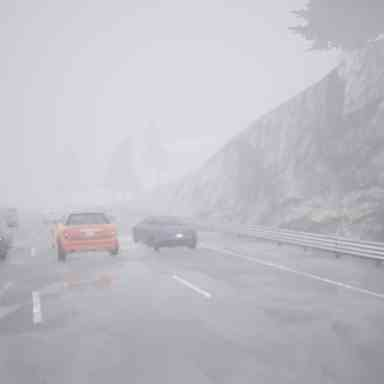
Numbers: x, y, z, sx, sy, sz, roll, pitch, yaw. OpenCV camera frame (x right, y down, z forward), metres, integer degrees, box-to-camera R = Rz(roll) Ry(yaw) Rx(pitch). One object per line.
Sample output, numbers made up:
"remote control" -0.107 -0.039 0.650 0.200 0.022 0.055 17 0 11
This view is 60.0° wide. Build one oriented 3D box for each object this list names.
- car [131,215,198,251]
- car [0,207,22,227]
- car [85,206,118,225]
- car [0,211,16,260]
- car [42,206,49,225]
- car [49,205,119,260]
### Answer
"car" -1.369 1.742 15.172 1.994 1.385 4.181 0 -1 -25
"car" -13.777 1.822 24.645 2.033 1.411 5.357 0 -1 -26
"car" -7.809 1.926 28.365 1.895 1.301 4.718 0 -1 -26
"car" -7.808 1.664 12.414 1.812 1.442 4.674 0 -1 -25
"car" -11.243 1.835 27.419 1.812 1.442 4.674 0 -1 -26
"car" -4.457 1.506 13.516 2.097 1.767 4.553 0 -1 -25
